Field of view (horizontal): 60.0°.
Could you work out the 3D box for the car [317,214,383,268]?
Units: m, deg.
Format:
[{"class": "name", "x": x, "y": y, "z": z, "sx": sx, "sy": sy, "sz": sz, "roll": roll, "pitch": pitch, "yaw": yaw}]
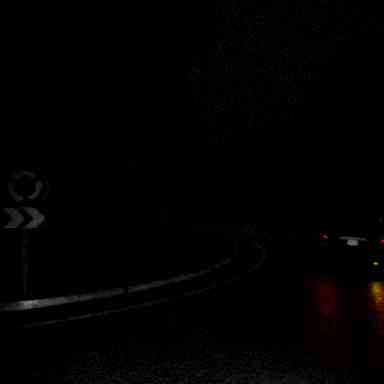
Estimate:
[{"class": "car", "x": 5.789, "y": 1.517, "z": 11.369, "sx": 2.097, "sy": 1.767, "sz": 4.553, "roll": 0, "pitch": -1, "yaw": 33}]
